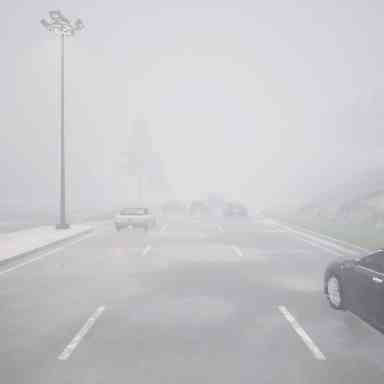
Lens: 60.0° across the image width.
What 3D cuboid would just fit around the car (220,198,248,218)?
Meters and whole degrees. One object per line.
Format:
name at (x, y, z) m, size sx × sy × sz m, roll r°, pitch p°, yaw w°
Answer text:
car at (3.873, 1.564, 30.123) m, size 1.994 × 1.385 × 4.181 m, roll 0°, pitch 0°, yaw 3°

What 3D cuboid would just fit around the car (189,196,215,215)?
car at (0.926, 1.504, 34.314) m, size 1.837 × 1.490 × 4.892 m, roll 0°, pitch 0°, yaw 9°

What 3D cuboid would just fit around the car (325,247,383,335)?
car at (3.599, 1.503, 4.849) m, size 1.837 × 1.490 × 4.892 m, roll 0°, pitch 0°, yaw 0°

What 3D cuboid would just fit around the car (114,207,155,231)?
car at (-3.397, 1.600, 20.615) m, size 1.895 × 1.301 × 4.718 m, roll 0°, pitch 0°, yaw 0°

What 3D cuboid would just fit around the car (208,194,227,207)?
car at (3.410, 1.221, 44.490) m, size 2.150 × 2.045 × 5.566 m, roll 0°, pitch 0°, yaw 16°

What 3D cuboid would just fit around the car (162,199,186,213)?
car at (-2.031, 1.525, 37.428) m, size 1.812 × 1.442 × 4.674 m, roll 0°, pitch 0°, yaw 12°
